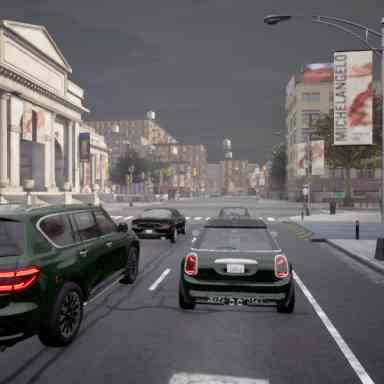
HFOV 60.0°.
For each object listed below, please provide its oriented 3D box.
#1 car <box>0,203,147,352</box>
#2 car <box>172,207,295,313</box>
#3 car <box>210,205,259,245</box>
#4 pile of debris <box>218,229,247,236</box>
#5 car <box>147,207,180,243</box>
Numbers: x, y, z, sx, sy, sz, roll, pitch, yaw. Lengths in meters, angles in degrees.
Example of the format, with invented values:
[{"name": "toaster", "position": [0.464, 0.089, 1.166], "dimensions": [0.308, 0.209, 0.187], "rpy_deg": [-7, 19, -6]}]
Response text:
[{"name": "car", "position": [-2.671, 1.221, 6.533], "dimensions": [2.150, 2.045, 5.566], "rpy_deg": [0, 0, 6]}, {"name": "car", "position": [1.009, 1.352, 7.903], "dimensions": [2.097, 1.767, 4.553], "rpy_deg": [0, 0, 7]}, {"name": "car", "position": [2.136, 1.489, 16.752], "dimensions": [2.128, 1.511, 4.902], "rpy_deg": [0, 0, 7]}, {"name": "pile of debris", "position": [2.192, 2.175, 17.989], "dimensions": [1.500, 0.140, 1.860], "rpy_deg": [0, 0, 8]}, {"name": "car", "position": [-1.459, 1.478, 16.207], "dimensions": [1.882, 1.535, 5.008], "rpy_deg": [0, 0, 7]}]
